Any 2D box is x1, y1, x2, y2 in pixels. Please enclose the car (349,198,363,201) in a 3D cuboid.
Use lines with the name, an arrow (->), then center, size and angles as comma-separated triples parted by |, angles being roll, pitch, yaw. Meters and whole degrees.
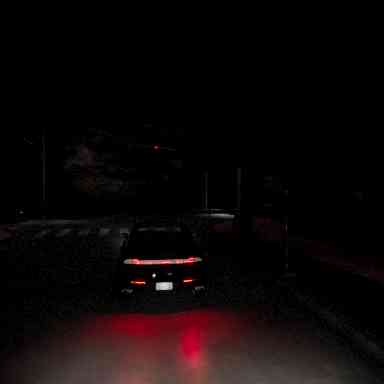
car -> 15.284, 1.348, 32.807 | 4.892, 1.490, 1.837 | 0, 0, -12

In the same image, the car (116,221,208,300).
car -> -0.840, 1.492, 8.425 | 2.128, 1.511, 4.902 | 0, 0, -8

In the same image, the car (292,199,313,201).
car -> 9.808, 1.347, 27.809 | 4.892, 1.490, 1.837 | 0, 0, -12

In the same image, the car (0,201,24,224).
car -> -14.499, 1.065, 22.451 | 5.566, 2.045, 2.150 | 0, 0, -12

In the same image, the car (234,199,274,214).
car -> 6.257, 1.368, 30.803 | 4.674, 1.442, 1.812 | 0, 0, -12
